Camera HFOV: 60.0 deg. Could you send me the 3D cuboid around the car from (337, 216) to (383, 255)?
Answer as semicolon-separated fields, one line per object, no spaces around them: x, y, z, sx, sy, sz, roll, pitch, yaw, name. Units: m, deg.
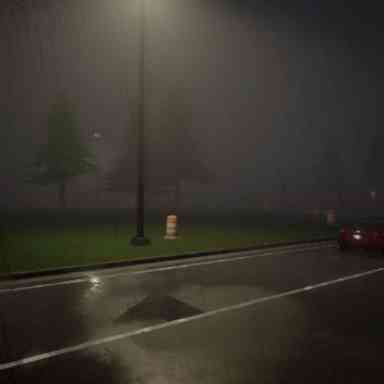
7.970;1.705;13.883;4.181;1.385;1.994;1;0;-35;car
